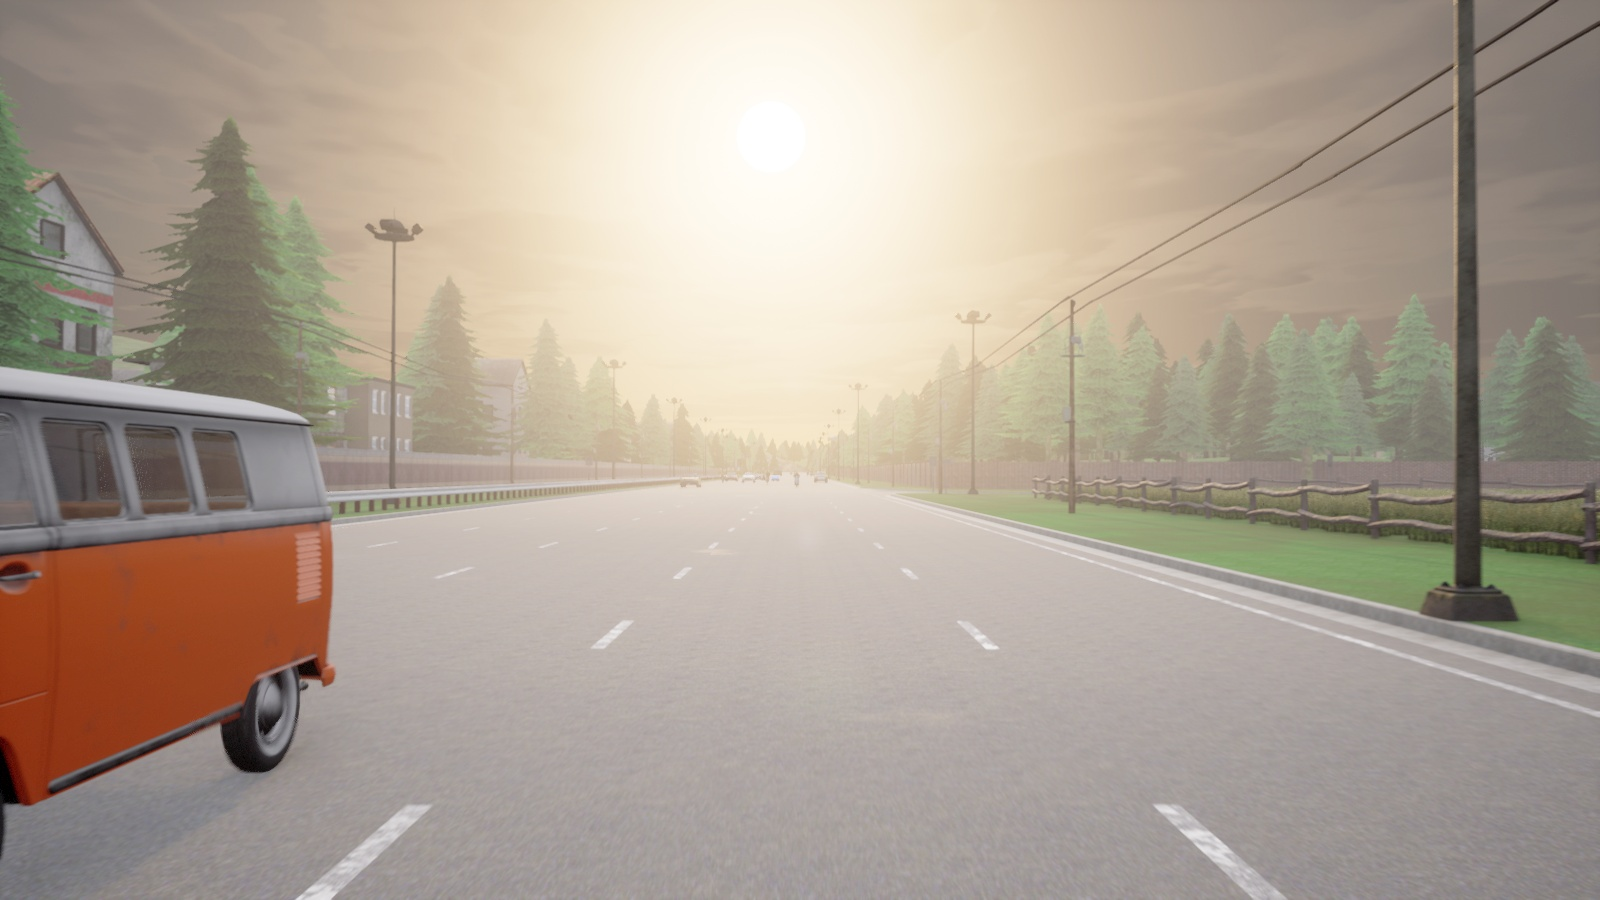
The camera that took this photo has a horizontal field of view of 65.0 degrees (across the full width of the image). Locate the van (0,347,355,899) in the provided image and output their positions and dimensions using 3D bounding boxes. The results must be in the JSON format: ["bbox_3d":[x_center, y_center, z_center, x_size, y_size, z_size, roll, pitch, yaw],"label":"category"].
[{"bbox_3d":[-3.514,0.677,5.200,1.775,1.987,4.442,0,-1,0],"label":"van"}]
